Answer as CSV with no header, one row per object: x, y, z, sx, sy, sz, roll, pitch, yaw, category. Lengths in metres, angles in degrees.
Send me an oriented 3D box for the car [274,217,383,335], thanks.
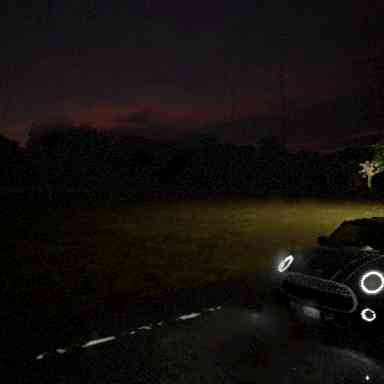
3.744,1.330,6.663,4.553,1.767,2.097,0,0,-36,car
